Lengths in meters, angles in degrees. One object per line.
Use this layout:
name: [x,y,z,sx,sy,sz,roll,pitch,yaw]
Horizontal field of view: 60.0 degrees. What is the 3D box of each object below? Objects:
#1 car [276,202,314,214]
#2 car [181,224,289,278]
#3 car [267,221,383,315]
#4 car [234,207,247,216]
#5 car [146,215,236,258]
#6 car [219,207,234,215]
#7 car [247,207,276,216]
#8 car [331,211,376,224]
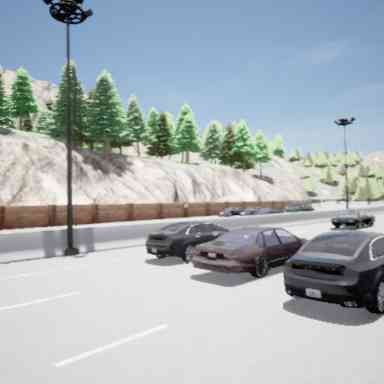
car: [13.402,2.318,42.033,2.150,2.045,5.566,-3,-3,44]
car: [2.388,1.879,11.330,5.357,1.411,2.033,1,-3,-44]
car: [4.077,1.696,8.103,4.892,1.490,1.837,0,-2,-44]
car: [8.614,2.859,47.130,2.128,1.511,4.902,-3,-3,44]
car: [0.322,1.976,14.196,4.892,1.490,1.837,1,-3,-44]
car: [5.936,2.992,49.394,2.128,1.511,4.902,-3,-3,44]
car: [9.950,2.766,43.495,2.033,1.411,5.357,-3,-3,45]
car: [12.929,2.196,26.457,4.718,1.301,1.895,1,-3,-44]
